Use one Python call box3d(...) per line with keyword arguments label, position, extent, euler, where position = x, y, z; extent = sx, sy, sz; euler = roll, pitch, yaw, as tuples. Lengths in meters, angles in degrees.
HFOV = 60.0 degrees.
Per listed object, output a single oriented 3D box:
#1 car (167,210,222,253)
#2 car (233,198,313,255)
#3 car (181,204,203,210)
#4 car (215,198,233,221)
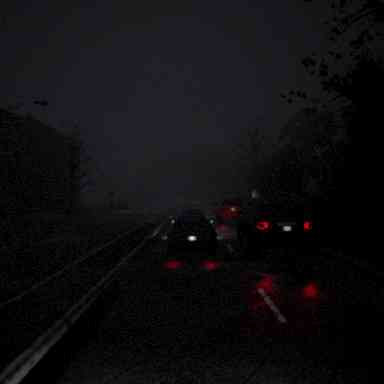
box3d(label="car", position=(0.013, 1.707, 14.338), extent=(1.994, 1.385, 4.181), euler=(0, -1, 0))
box3d(label="car", position=(3.258, 1.356, 14.035), extent=(2.150, 2.045, 5.566), euler=(0, 0, 0))
box3d(label="car", position=(0.021, 1.817, 29.410), extent=(1.812, 1.442, 4.674), euler=(0, 0, 0))
box3d(label="car", position=(3.266, 1.504, 29.047), extent=(2.150, 2.045, 5.566), euler=(0, 0, 0))
